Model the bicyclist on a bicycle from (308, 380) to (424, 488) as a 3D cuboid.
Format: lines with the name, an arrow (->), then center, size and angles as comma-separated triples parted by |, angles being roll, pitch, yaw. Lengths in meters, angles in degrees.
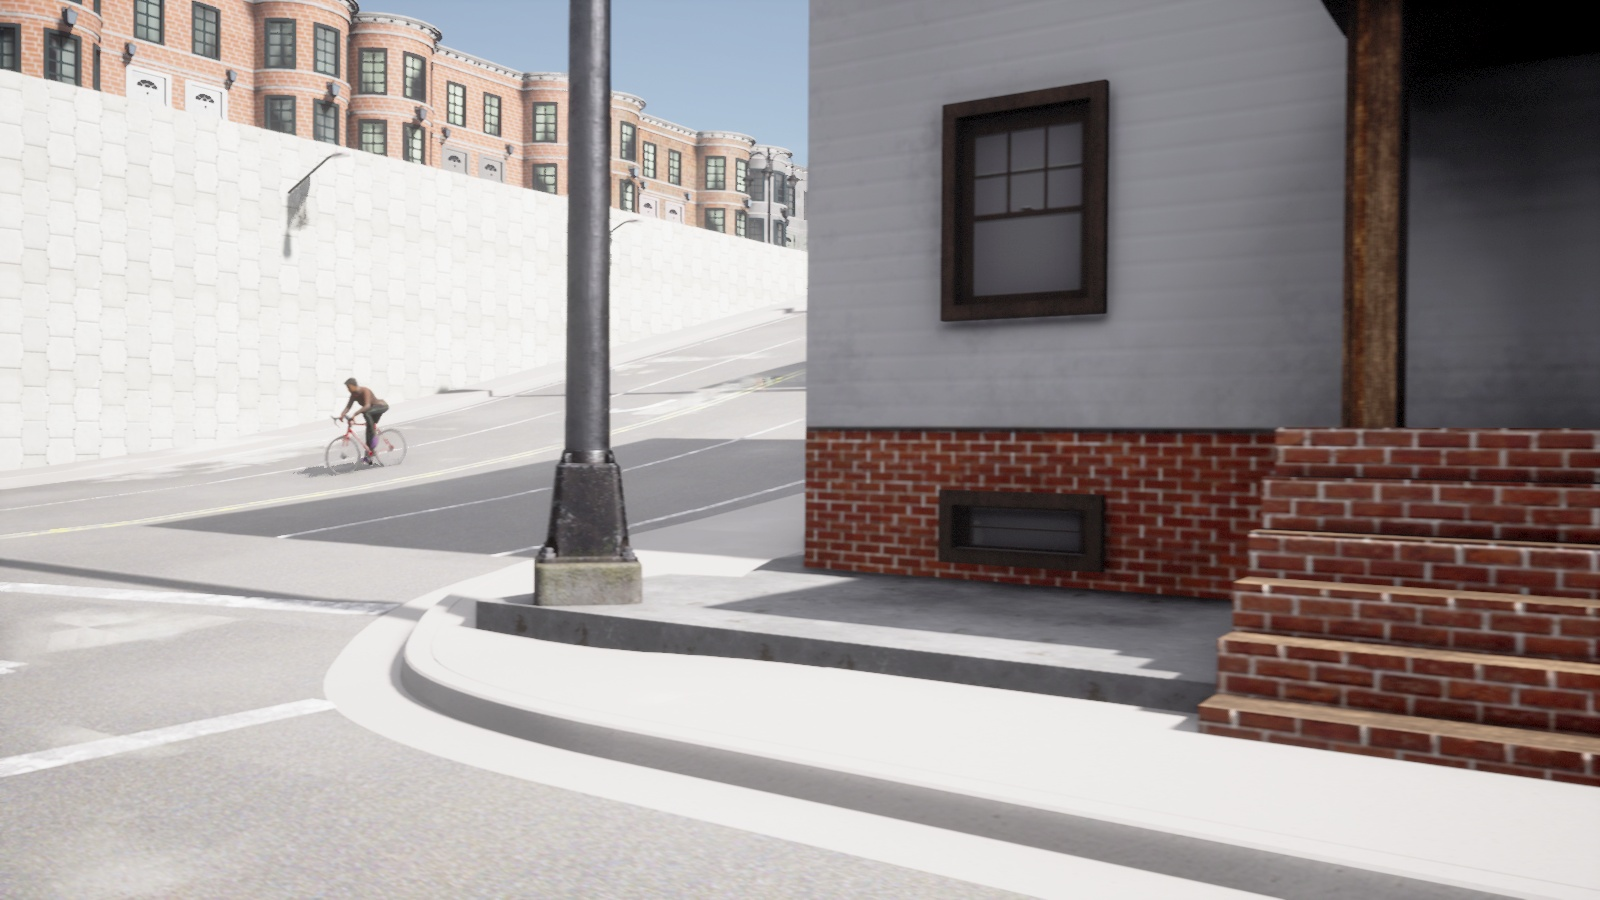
bicyclist on a bicycle -> -7.362, -0.295, 21.379 | 0.582, 1.620, 1.656 | 0, 9, 34
